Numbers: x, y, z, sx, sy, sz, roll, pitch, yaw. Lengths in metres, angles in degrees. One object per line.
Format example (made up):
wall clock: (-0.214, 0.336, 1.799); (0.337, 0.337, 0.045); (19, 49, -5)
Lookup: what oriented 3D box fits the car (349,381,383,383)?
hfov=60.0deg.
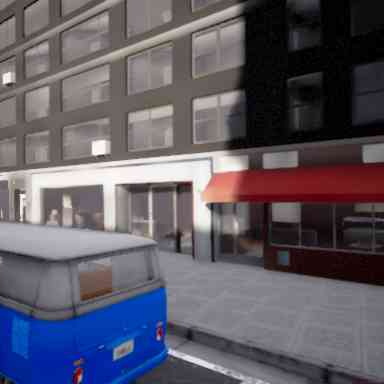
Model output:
car: (2.423, 1.577, 1.127); (4.206, 1.307, 1.802); (0, -1, 36)

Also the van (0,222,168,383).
van: (-2.195, 1.356, 4.424); (3.998, 1.788, 1.690); (0, -1, 36)
